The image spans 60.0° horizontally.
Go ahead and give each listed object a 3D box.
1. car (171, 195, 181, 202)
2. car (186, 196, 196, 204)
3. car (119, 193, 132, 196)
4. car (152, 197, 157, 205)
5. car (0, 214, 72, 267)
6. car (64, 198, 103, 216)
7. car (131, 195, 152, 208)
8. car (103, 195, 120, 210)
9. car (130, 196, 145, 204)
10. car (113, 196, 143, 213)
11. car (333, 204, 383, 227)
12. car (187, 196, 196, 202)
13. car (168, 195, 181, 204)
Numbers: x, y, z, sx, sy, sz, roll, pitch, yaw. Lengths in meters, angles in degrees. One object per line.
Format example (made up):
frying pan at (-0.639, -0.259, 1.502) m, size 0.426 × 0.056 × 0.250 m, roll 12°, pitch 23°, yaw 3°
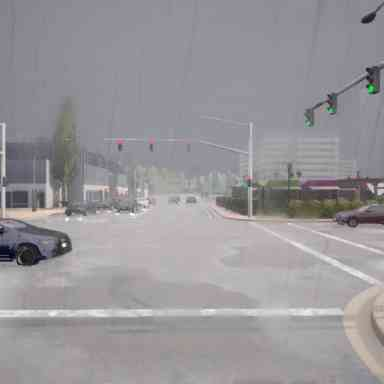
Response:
car at (-3.649, 1.425, 74.809) m, size 1.994 × 1.385 × 4.181 m, roll 0°, pitch 0°, yaw 0°
car at (-0.129, 1.491, 64.543) m, size 2.128 × 1.511 × 4.902 m, roll 0°, pitch 0°, yaw 0°
car at (-10.697, 1.221, 52.717) m, size 2.150 × 2.045 × 5.566 m, roll 0°, pitch 0°, yaw 0°
car at (-7.195, 1.564, 56.797) m, size 1.994 × 1.385 × 4.181 m, roll 0°, pitch 0°, yaw 0°
car at (-6.199, 1.564, 10.896) m, size 4.181 × 1.385 × 1.994 m, roll 0°, pitch 0°, yaw 0°
car at (-10.665, 1.547, 32.557) m, size 2.033 × 1.411 × 5.357 m, roll 0°, pitch 0°, yaw 0°
car at (-7.187, 1.526, 46.837) m, size 1.812 × 1.442 × 4.674 m, roll 0°, pitch 0°, yaw 0°
car at (-10.683, 1.505, 42.113) m, size 1.837 × 1.490 × 4.892 m, roll 0°, pitch 0°, yaw 0°
car at (-10.655, 1.547, 65.197) m, size 2.033 × 1.411 × 5.357 m, roll 0°, pitch 0°, yaw 1°
car at (-7.175, 1.505, 37.651) m, size 1.837 × 1.490 × 4.892 m, roll 0°, pitch 0°, yaw 0°
car at (11.762, 1.526, 21.899) m, size 4.674 × 1.442 × 1.812 m, roll 0°, pitch 0°, yaw 1°
car at (-0.149, 1.468, 74.848) m, size 1.895 × 1.301 × 4.718 m, roll 0°, pitch 0°, yaw 0°
car at (-3.629, 1.547, 64.536) m, size 2.033 × 1.411 × 5.357 m, roll 0°, pitch 0°, yaw 0°
